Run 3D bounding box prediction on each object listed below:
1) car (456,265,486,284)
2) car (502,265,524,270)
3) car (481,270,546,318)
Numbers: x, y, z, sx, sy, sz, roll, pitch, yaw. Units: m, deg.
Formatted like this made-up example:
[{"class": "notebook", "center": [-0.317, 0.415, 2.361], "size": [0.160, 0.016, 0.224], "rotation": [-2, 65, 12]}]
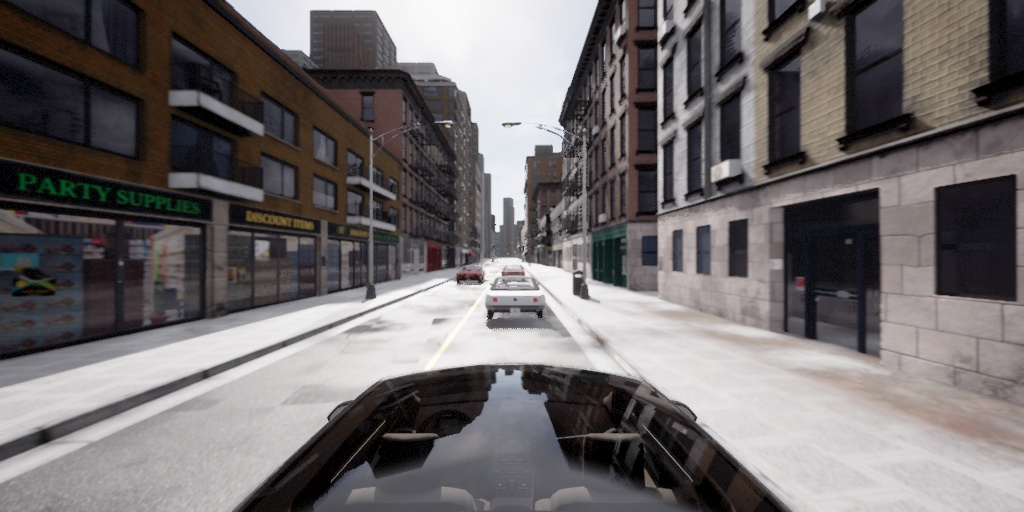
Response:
[{"class": "car", "center": [-3.091, 1.378, 27.472], "size": [1.895, 1.301, 4.718], "rotation": [0, 0, 0]}, {"class": "car", "center": [0.105, 1.381, 30.122], "size": [1.895, 1.301, 4.718], "rotation": [0, 0, 0]}, {"class": "car", "center": [0.101, 1.364, 13.116], "size": [1.895, 1.301, 4.718], "rotation": [0, 0, 0]}]
